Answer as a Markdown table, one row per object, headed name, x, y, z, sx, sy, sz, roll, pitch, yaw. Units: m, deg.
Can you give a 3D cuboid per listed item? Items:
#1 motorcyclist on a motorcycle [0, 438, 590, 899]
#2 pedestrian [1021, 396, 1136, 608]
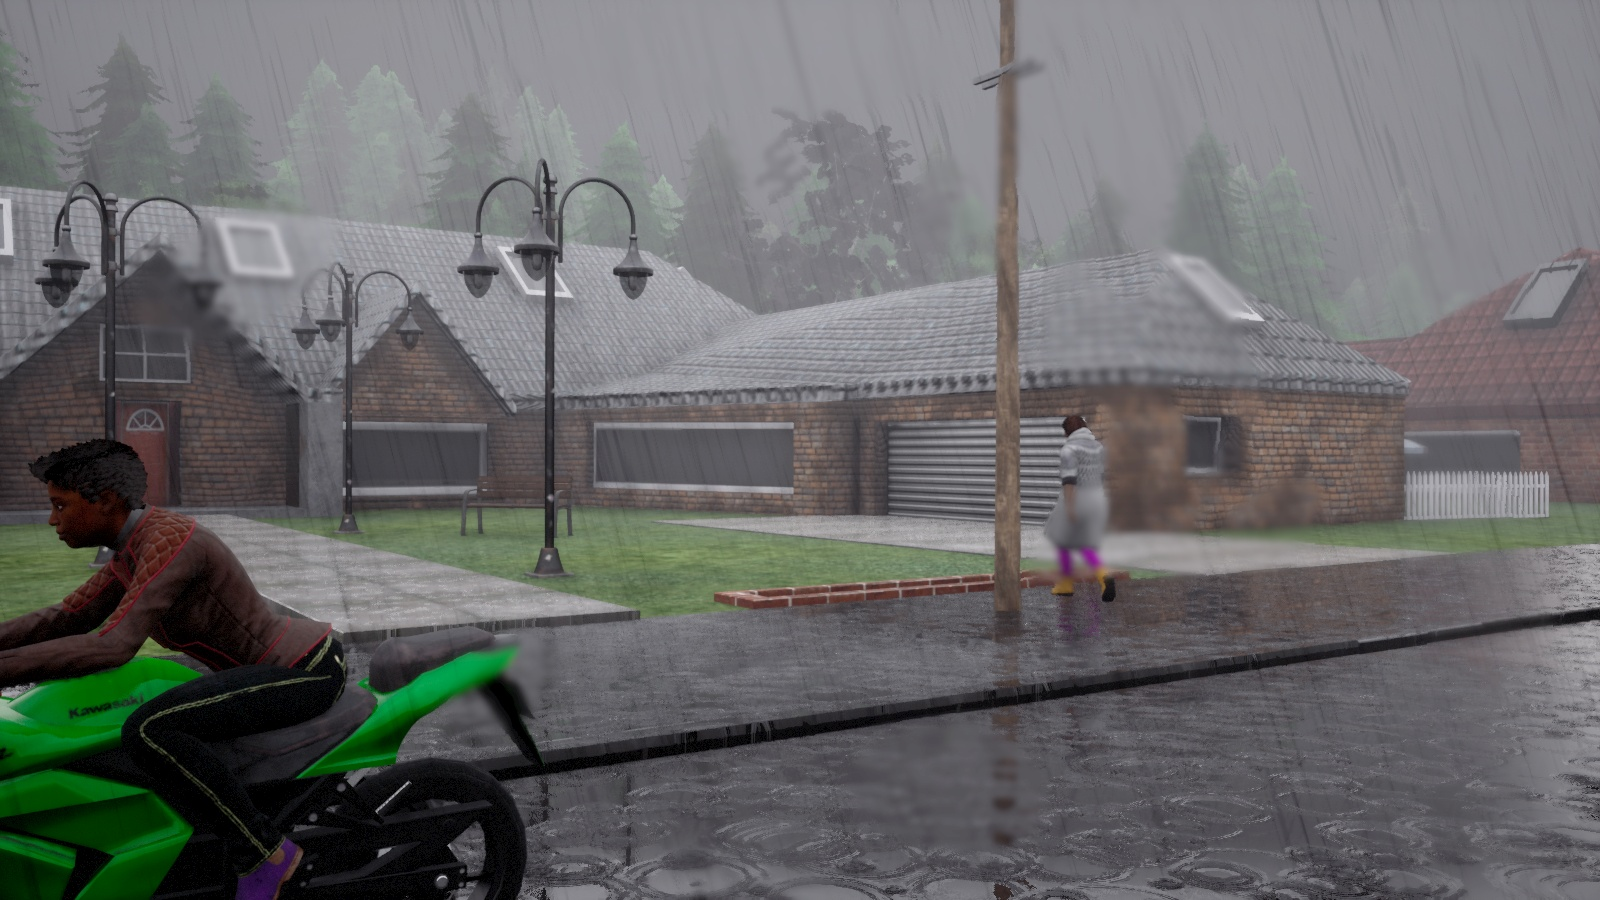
| name | x | y | z | sx | sy | sz | roll | pitch | yaw |
| --- | --- | --- | --- | --- | --- | --- | --- | --- | --- |
| motorcyclist on a motorcycle | -1.640 | 0.738 | 3.166 | 2.044 | 1.523 | 0.797 | 0 | 0 | -34 |
| pedestrian | 2.679 | 0.478 | 12.118 | 0.659 | 1.952 | 0.873 | 0 | 0 | -30 |
